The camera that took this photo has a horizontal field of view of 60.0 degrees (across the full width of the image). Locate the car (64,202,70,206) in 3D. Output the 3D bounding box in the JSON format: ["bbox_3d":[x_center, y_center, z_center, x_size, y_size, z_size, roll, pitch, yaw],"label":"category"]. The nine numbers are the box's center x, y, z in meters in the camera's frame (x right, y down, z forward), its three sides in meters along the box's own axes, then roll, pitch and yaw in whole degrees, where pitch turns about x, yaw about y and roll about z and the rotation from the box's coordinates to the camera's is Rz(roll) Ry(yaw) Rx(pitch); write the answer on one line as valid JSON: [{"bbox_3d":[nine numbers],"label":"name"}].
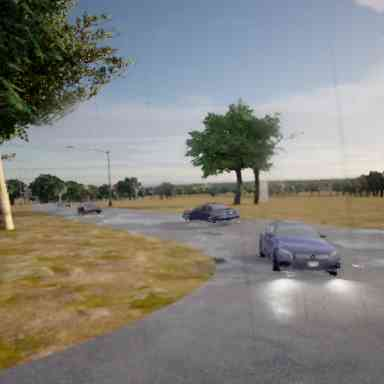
[{"bbox_3d":[-20.655,1.851,52.907,1.994,1.385,4.181,-3,0,-31],"label":"car"}]

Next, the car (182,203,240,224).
[{"bbox_3d":[1.347,1.573,25.697,2.033,1.411,5.357,-6,3,-35],"label":"car"}]

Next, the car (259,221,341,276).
[{"bbox_3d":[3.421,1.736,11.317,1.812,1.442,4.674,1,-1,3],"label":"car"}]

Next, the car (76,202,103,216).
[{"bbox_3d":[-12.241,1.941,39.311,2.033,1.411,5.357,-3,1,-33],"label":"car"}]
